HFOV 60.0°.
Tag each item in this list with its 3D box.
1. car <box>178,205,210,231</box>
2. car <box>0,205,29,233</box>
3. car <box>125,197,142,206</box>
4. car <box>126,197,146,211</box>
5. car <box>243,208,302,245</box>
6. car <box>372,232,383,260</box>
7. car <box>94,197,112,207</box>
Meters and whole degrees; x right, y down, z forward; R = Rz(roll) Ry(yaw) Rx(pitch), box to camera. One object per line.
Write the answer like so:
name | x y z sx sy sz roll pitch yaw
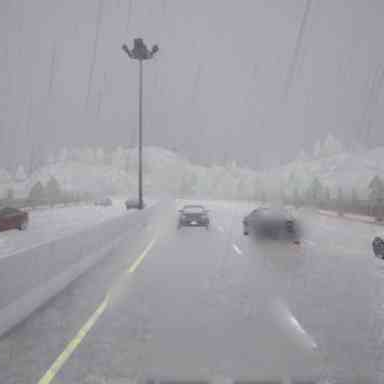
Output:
car | 0.112 1.532 20.694 1.812 1.442 4.674 0 0 0
car | -10.590 1.483 17.671 1.882 1.535 5.008 0 0 0
car | -10.495 1.647 59.944 2.033 1.411 5.357 0 0 0
car | -7.065 1.644 42.123 1.895 1.301 4.718 0 0 0
car | 3.608 1.481 15.691 1.882 1.535 5.008 0 0 0
car | 7.106 1.526 9.486 1.812 1.442 4.674 0 0 0
car | -14.039 1.566 52.696 2.128 1.511 4.902 0 0 0
